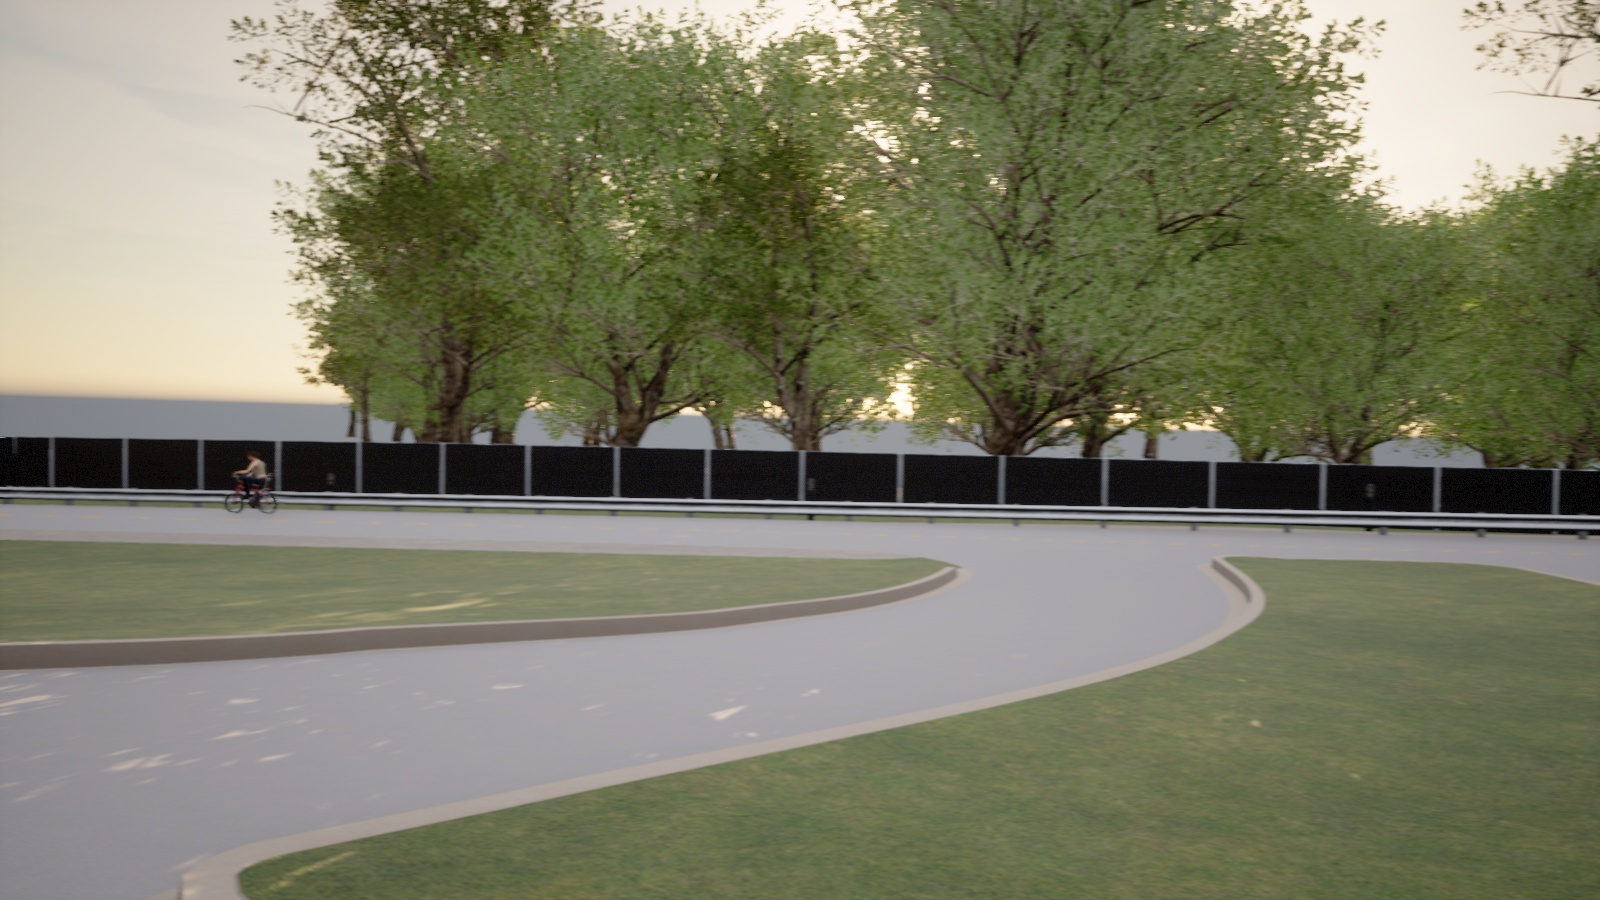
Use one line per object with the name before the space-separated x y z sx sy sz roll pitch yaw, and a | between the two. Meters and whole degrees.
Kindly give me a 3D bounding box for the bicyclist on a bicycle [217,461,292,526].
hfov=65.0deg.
bicyclist on a bicycle | -13.867 1.095 31.943 1.509 1.612 0.866 0 1 12
